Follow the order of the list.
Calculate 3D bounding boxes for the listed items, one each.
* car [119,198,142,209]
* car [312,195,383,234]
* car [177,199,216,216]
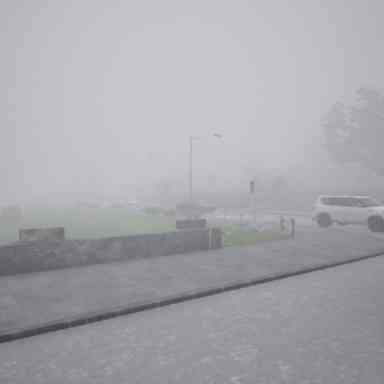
[{"bbox_3d":[-8.705,1.526,46.412,1.812,1.442,4.674,0,0,-35],"label":"car"},{"bbox_3d":[9.928,1.222,19.995,2.150,2.045,5.566,0,0,-31],"label":"car"},{"bbox_3d":[0.419,1.477,33.597,1.882,1.535,5.008,0,0,-36],"label":"car"}]
